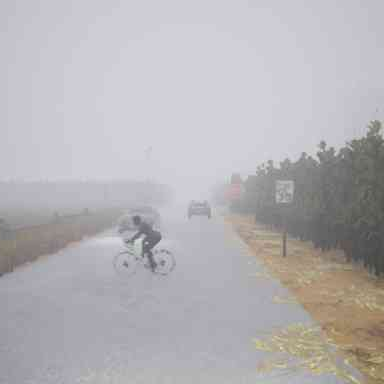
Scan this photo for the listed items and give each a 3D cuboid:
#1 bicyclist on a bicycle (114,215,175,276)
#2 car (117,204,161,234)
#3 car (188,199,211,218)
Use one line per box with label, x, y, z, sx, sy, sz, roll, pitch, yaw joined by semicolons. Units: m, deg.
bicyclist on a bicycle;-1.287;1.443;8.843;1.656;1.620;0.582;-2;0;1
car;-2.832;1.457;18.754;1.837;1.490;4.892;0;0;1
car;0.638;1.371;28.819;2.128;1.511;4.902;0;0;1
